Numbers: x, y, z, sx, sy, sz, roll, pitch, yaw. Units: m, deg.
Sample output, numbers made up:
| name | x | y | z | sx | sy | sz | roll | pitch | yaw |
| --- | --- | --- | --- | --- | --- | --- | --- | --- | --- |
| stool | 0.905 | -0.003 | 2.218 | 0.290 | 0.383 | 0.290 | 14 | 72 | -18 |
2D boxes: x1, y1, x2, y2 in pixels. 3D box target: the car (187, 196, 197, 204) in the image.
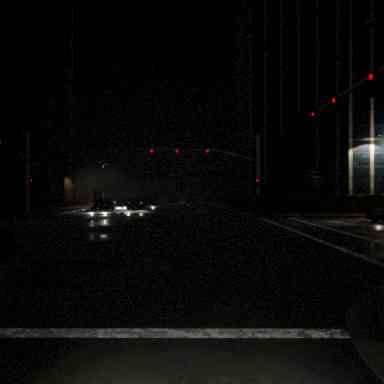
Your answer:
| name | x | y | z | sx | sy | sz | roll | pitch | yaw |
| --- | --- | --- | --- | --- | --- | --- | --- | --- | --- |
| car | -0.065 | 1.526 | 64.979 | 1.812 | 1.442 | 4.674 | 0 | 0 | 0 |

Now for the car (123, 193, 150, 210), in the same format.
| name | x | y | z | sx | sy | sz | roll | pitch | yaw |
| --- | --- | --- | --- | --- | --- | --- | --- | --- | --- |
| car | -7.141 | 1.352 | 43.421 | 2.097 | 1.767 | 4.553 | 0 | 0 | 0 |

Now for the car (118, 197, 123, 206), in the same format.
| name | x | y | z | sx | sy | sz | roll | pitch | yaw |
| --- | --- | --- | --- | --- | --- | --- | --- | --- | --- |
| car | -10.638 | 1.491 | 52.526 | 2.128 | 1.511 | 4.902 | 0 | 0 | 0 |

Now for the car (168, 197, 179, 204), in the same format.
| name | x | y | z | sx | sy | sz | roll | pitch | yaw |
| --- | --- | --- | --- | --- | --- | --- | --- | --- | --- |
| car | -3.566 | 1.601 | 65.546 | 1.895 | 1.301 | 4.718 | 0 | 0 | 0 |

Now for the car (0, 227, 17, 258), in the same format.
| name | x | y | z | sx | sy | sz | roll | pitch | yaw |
| --- | --- | --- | --- | --- | --- | --- | --- | --- | --- |
| car | -7.108 | 1.564 | 9.948 | 1.994 | 1.385 | 4.181 | 0 | 0 | 0 |

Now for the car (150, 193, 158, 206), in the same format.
| name | x | y | z | sx | sy | sz | roll | pitch | yaw |
| --- | --- | --- | --- | --- | --- | --- | --- | --- | --- |
| car | -7.119 | 1.218 | 56.699 | 2.150 | 2.045 | 5.566 | 0 | 1 | 1 |

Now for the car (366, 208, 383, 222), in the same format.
| name | x | y | z | sx | sy | sz | roll | pitch | yaw |
| --- | --- | --- | --- | --- | --- | --- | --- | --- | --- |
| car | 15.459 | 1.478 | 24.352 | 5.008 | 1.535 | 1.882 | 0 | 0 | -1 |

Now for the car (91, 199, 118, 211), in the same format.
| name | x | y | z | sx | sy | sz | roll | pitch | yaw |
| --- | --- | --- | --- | --- | --- | --- | --- | --- | --- |
| car | -10.619 | 1.526 | 39.912 | 1.812 | 1.442 | 4.674 | 0 | 0 | 0 |
